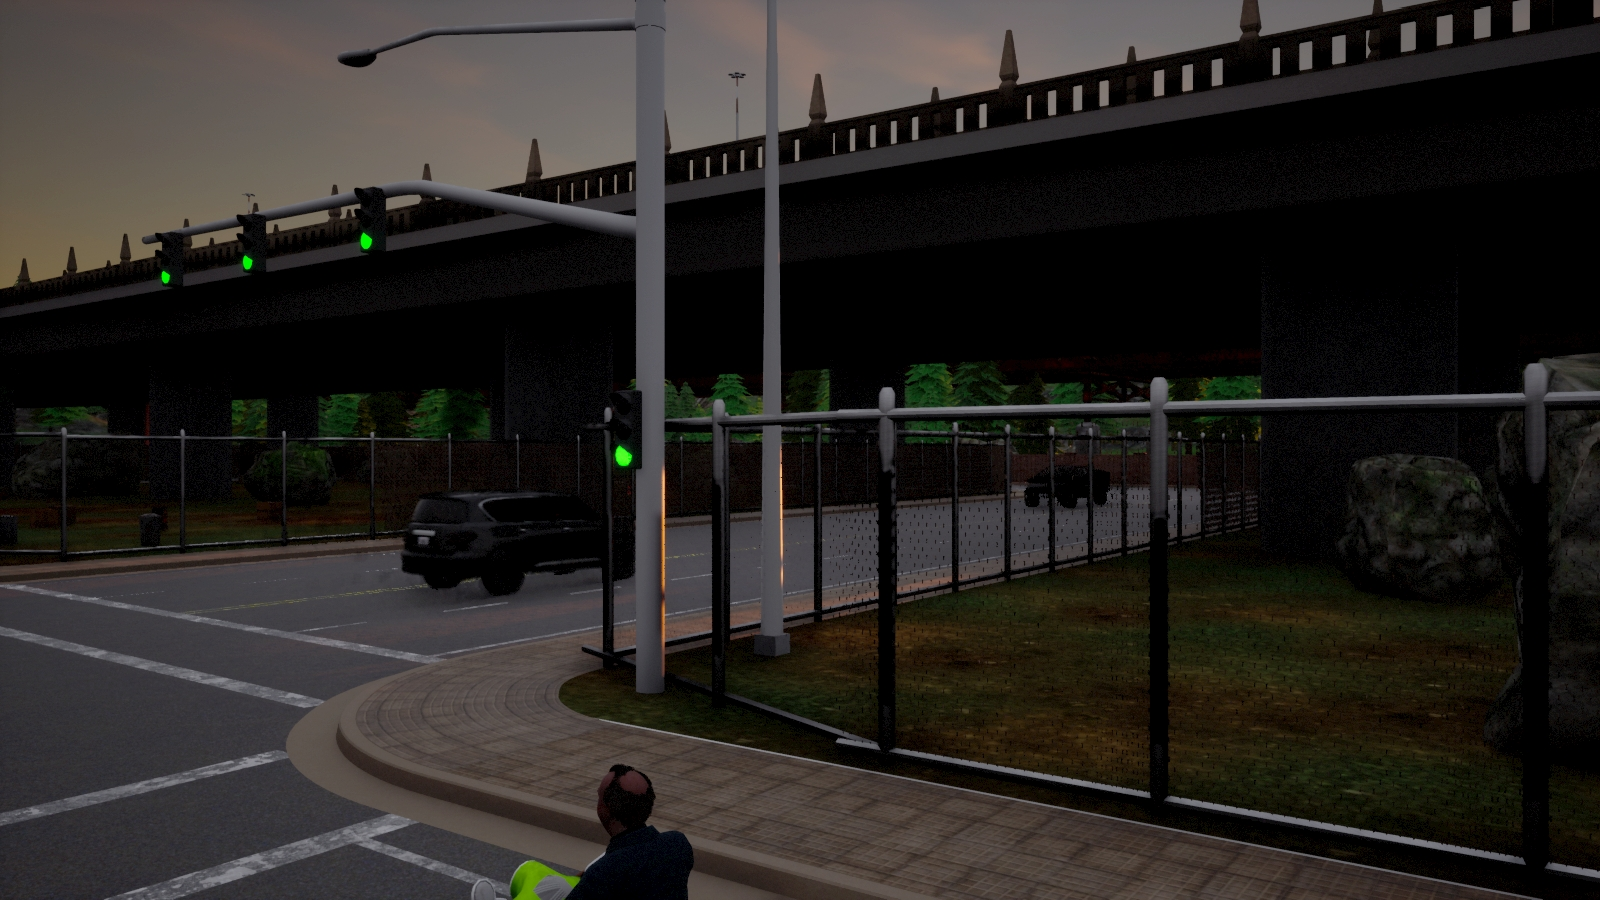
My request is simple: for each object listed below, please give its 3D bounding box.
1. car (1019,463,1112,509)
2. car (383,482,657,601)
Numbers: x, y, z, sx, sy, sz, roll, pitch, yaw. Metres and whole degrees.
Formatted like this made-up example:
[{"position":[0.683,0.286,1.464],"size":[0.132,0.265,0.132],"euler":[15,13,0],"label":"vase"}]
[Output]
[{"position":[13.384,1.753,57.225],"size":[2.390,2.098,6.274],"euler":[0,0,35],"label":"car"},{"position":[-5.712,1.779,24.085],"size":[2.150,2.045,5.566],"euler":[0,0,35],"label":"car"}]
